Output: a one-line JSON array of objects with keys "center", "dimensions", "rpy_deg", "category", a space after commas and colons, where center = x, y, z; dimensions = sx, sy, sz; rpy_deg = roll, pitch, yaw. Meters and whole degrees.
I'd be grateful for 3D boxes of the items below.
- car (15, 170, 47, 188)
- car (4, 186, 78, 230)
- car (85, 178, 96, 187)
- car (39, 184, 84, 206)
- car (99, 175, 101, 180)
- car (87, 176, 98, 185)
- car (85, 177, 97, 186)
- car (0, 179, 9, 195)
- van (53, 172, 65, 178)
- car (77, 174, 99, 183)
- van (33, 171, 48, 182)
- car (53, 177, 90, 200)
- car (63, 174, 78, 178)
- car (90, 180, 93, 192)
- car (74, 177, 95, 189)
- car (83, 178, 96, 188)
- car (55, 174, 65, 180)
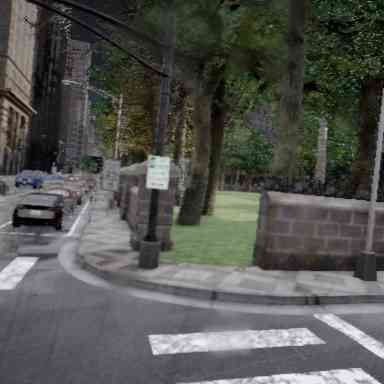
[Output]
[{"center": [-18.566, -1.499, 38.289], "dimensions": [2.150, 2.045, 5.566], "rpy_deg": [5, 2, -15], "category": "car"}, {"center": [-6.167, 0.681, 14.029], "dimensions": [1.947, 1.339, 4.313], "rpy_deg": [5, 1, -15], "category": "car"}, {"center": [-18.663, -1.811, 61.295], "dimensions": [1.752, 1.417, 4.829], "rpy_deg": [5, 2, -15], "category": "car"}, {"center": [-7.553, 0.429, 19.263], "dimensions": [1.802, 1.307, 4.206], "rpy_deg": [5, 1, -15], "category": "car"}, {"center": [-19.982, -2.286, 66.359], "dimensions": [2.192, 1.841, 5.009], "rpy_deg": [5, 2, -15], "category": "car"}, {"center": [-21.378, -2.437, 71.596], "dimensions": [1.967, 1.590, 4.097], "rpy_deg": [5, 2, -15], "category": "car"}, {"center": [-14.472, -0.940, 45.431], "dimensions": [1.947, 1.339, 4.313], "rpy_deg": [5, 2, -15], "category": "car"}, {"center": [-14.936, -0.439, 24.358], "dimensions": [1.994, 1.385, 4.181], "rpy_deg": [5, 1, -15], "category": "car"}, {"center": [-32.341, -3.833, 79.872], "dimensions": [1.690, 1.788, 3.998], "rpy_deg": [5, 2, -15], "category": "van"}, {"center": [-15.831, -1.463, 50.659], "dimensions": [2.192, 1.841, 5.009], "rpy_deg": [5, 2, -15], "category": "car"}, {"center": [-26.807, -2.730, 58.938], "dimensions": [1.690, 1.788, 3.998], "rpy_deg": [5, 2, -15], "category": "van"}, {"center": [-8.923, 0.019, 24.494], "dimensions": [1.967, 1.590, 4.097], "rpy_deg": [5, 1, -15], "category": "car"}, {"center": [-19.381, -1.677, 53.625], "dimensions": [1.812, 1.442, 4.674], "rpy_deg": [5, 2, -15], "category": "car"}, {"center": [-11.706, -0.380, 34.964], "dimensions": [1.802, 1.307, 4.206], "rpy_deg": [5, 2, -15], "category": "car"}, {"center": [-13.086, -0.689, 40.197], "dimensions": [1.887, 1.381, 4.507], "rpy_deg": [5, 2, -15], "category": "car"}, {"center": [-17.279, -1.537, 56.062], "dimensions": [1.752, 1.417, 4.829], "rpy_deg": [5, 2, -15], "category": "car"}, {"center": [-33.700, -3.919, 84.946], "dimensions": [1.752, 1.417, 4.829], "rpy_deg": [5, 2, -15], "category": "car"}]
